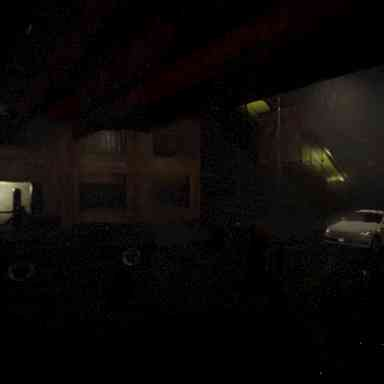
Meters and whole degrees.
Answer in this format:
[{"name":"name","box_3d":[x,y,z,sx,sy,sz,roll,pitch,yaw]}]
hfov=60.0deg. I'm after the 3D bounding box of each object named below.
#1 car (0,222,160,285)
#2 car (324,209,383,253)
[{"name":"car","box_3d":[-3.398,1.577,9.602,4.718,1.301,1.895,0,0,-36]},{"name":"car","box_3d":[7.313,1.452,13.492,4.674,1.442,1.812,0,0,-36]}]
